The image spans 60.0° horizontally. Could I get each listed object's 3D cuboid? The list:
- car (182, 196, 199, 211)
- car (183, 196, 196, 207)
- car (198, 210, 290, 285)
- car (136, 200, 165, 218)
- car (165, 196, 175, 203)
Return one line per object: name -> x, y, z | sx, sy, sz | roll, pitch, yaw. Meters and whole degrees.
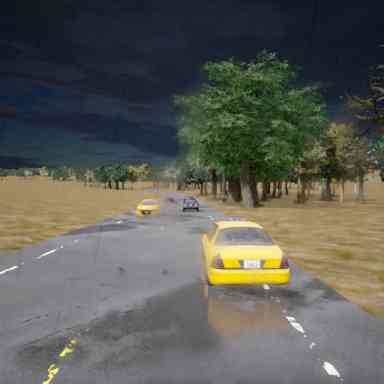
car -> -0.142, 1.450, 38.206 | 2.033, 1.411, 5.357 | 0, 0, -1
car -> -0.351, 1.373, 48.788 | 1.812, 1.442, 4.674 | 0, 0, -1
car -> 1.219, 1.448, 9.354 | 1.801, 1.575, 5.366 | 0, 0, 0
car -> -3.731, 1.418, 29.656 | 1.882, 1.535, 5.008 | 0, 0, -1
car -> -4.112, 1.375, 62.055 | 1.895, 1.301, 4.718 | 0, 0, -1
